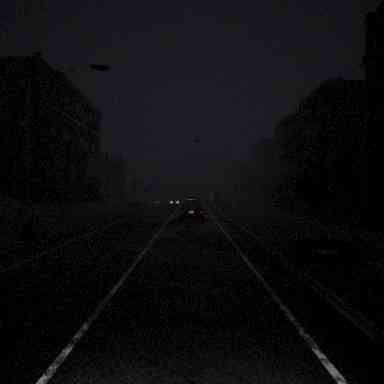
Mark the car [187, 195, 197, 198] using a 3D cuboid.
[{"bbox_3d":[0.008,1.235,49.425,2.128,1.511,4.902,0,0,0],"label":"car"}]

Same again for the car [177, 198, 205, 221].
[{"bbox_3d":[0.030,1.415,25.332,2.033,1.411,5.357,0,0,1],"label":"car"}]

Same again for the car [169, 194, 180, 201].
[{"bbox_3d":[-3.528,1.187,68.259,1.994,1.385,4.181,0,0,0],"label":"car"}]
